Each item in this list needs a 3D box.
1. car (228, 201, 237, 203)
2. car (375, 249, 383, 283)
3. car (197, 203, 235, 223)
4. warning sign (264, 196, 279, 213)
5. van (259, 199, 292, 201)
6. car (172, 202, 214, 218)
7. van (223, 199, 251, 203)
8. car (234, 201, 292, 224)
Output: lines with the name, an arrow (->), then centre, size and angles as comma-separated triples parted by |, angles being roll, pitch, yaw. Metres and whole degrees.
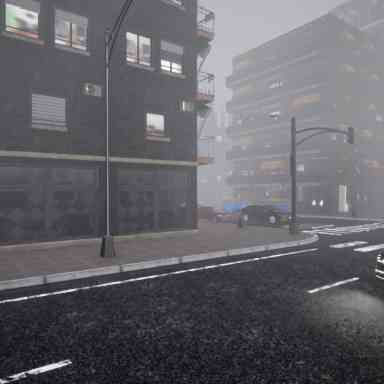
car -> 6.009, 1.876, 32.223 | 1.895, 1.301, 4.718 | 0, -1, -35
car -> 6.493, 1.503, 8.365 | 4.892, 1.490, 1.837 | 0, 0, -36
car -> 1.653, 1.874, 28.643 | 1.802, 1.307, 4.206 | -1, 0, -37
warning sign -> 8.849, 1.400, 36.979 | 1.300, 1.860, 1.060 | 1, 0, -37
van -> 8.372, 1.603, 33.588 | 1.690, 1.788, 3.998 | -1, 0, -37
car -> 0.058, 1.869, 35.110 | 1.837, 1.490, 4.892 | 0, -1, -36
van -> 5.038, 1.676, 38.090 | 1.690, 1.788, 3.998 | -1, 0, -37
car -> 6.015, 1.737, 27.078 | 1.837, 1.490, 4.892 | 0, -1, -35
